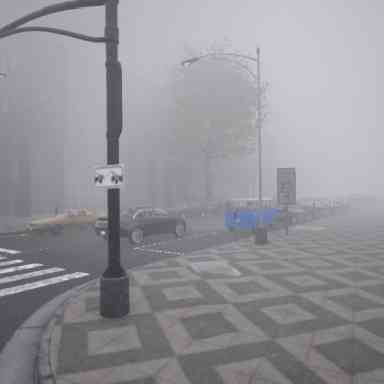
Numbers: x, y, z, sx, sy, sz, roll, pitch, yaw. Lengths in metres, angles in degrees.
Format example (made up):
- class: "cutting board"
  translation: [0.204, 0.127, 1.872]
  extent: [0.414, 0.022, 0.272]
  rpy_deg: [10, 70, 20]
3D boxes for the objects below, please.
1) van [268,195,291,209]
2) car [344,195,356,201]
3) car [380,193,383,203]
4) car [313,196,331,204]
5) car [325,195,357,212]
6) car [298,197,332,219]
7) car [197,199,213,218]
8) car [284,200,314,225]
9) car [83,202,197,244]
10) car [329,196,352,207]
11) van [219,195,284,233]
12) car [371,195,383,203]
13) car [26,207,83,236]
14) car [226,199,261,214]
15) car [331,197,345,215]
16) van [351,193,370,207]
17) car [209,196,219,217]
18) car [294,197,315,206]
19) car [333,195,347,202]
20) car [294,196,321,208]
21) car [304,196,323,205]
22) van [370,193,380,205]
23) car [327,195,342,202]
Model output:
- class: "van"
  translation: [11.843, 1.292, 44.751]
  extent: [1.690, 1.788, 3.998]
  rpy_deg: [-1, 0, 36]
- class: "car"
  translation: [39.509, 1.400, 83.192]
  extent: [2.008, 1.369, 4.403]
  rpy_deg: [-1, -1, 36]
- class: "car"
  translation: [31.936, 1.274, 58.075]
  extent: [1.752, 1.417, 4.829]
  rpy_deg: [-1, -1, 36]
- class: "car"
  translation: [24.203, 1.453, 61.921]
  extent: [2.008, 1.369, 4.403]
  rpy_deg: [-1, -1, 36]
- class: "car"
  translation: [16.028, 1.363, 35.967]
  extent: [2.008, 1.369, 4.403]
  rpy_deg: [-1, 0, 36]
- class: "car"
  translation: [9.704, 1.385, 27.179]
  extent: [1.887, 1.381, 4.507]
  rpy_deg: [-1, 0, 36]
- class: "car"
  translation: [-0.511, 1.552, 27.577]
  extent: [1.887, 1.381, 4.507]
  rpy_deg: [-1, 0, 36]
- class: "car"
  translation: [6.542, 1.422, 22.785]
  extent: [1.947, 1.339, 4.313]
  rpy_deg: [-1, 0, 36]
- class: "car"
  translation: [-2.179, 1.429, 15.401]
  extent: [2.128, 1.511, 4.902]
  rpy_deg: [-1, -1, 36]
- class: "car"
  translation: [21.789, 1.375, 48.705]
  extent: [2.033, 1.411, 5.357]
  rpy_deg: [-1, -1, 36]
- class: "van"
  translation: [3.378, 1.212, 18.393]
  extent: [1.690, 1.788, 3.998]
  rpy_deg: [-1, 0, 36]
- class: "car"
  translation: [34.999, 1.304, 62.331]
  extent: [1.947, 1.339, 4.313]
  rpy_deg: [-1, -1, 36]
- class: "car"
  translation: [-6.795, 1.564, 18.855]
  extent: [1.752, 1.417, 4.829]
  rpy_deg: [-1, 0, 36]
- class: "car"
  translation: [5.668, 1.529, 36.163]
  extent: [2.008, 1.369, 4.403]
  rpy_deg: [-1, 0, 36]
- class: "car"
  translation: [12.866, 1.408, 31.574]
  extent: [1.802, 1.307, 4.206]
  rpy_deg: [-1, 0, 36]
- class: "van"
  translation: [22.348, 1.127, 44.756]
  extent: [1.690, 1.788, 3.998]
  rpy_deg: [-1, 0, 36]
- class: "car"
  translation: [2.575, 1.307, 31.872]
  extent: [2.192, 1.841, 5.009]
  rpy_deg: [-1, 0, 36]
- class: "car"
  translation: [18.024, 1.492, 53.335]
  extent: [1.947, 1.339, 4.313]
  rpy_deg: [-1, 0, 36]
- class: "car"
  translation: [33.149, 1.415, 74.353]
  extent: [1.887, 1.381, 4.507]
  rpy_deg: [-1, -1, 36]
- class: "car"
  translation: [15.947, 1.386, 45.724]
  extent: [2.128, 1.511, 4.902]
  rpy_deg: [-1, -1, 36]
- class: "car"
  translation: [21.014, 1.440, 57.491]
  extent: [1.752, 1.417, 4.829]
  rpy_deg: [-1, 0, 36]
- class: "van"
  translation: [28.672, 1.102, 53.545]
  extent: [1.690, 1.788, 3.998]
  rpy_deg: [-1, -1, 36]
- class: "car"
  translation: [29.969, 1.432, 69.935]
  extent: [2.008, 1.369, 4.403]
  rpy_deg: [-1, -1, 36]
